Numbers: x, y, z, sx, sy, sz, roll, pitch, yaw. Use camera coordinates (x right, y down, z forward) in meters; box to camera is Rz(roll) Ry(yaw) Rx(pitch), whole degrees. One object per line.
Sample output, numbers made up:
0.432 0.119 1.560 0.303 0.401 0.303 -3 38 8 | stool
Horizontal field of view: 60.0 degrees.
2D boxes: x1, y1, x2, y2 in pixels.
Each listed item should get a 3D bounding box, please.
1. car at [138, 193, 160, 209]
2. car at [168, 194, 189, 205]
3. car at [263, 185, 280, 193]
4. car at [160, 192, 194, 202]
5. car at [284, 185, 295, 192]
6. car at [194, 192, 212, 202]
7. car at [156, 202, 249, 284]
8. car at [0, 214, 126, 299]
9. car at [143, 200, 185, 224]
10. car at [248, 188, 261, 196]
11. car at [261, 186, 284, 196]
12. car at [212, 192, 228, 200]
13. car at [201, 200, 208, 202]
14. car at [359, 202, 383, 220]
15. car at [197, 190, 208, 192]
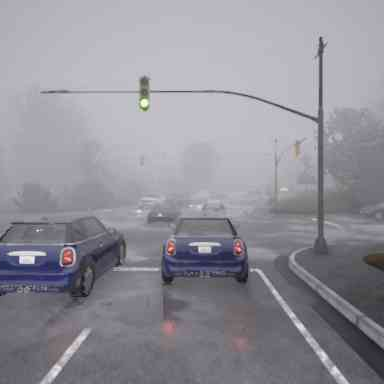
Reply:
-5.286 1.116 44.507 2.150 2.045 5.566 0 1 15 | car
-2.134 1.184 54.046 1.994 1.385 4.181 0 2 20 | car
18.852 -0.774 78.735 2.128 1.511 4.902 0 4 37 | car
-1.872 1.114 43.712 2.150 2.045 5.566 0 1 15 | car
22.463 -0.847 77.755 1.882 1.535 5.008 0 4 37 | car
1.128 1.149 52.779 1.812 1.442 4.674 0 2 21 | car
0.360 1.348 9.793 2.097 1.767 4.553 0 0 2 | car
-3.175 1.348 8.645 2.097 1.767 4.553 0 0 2 | car
-1.964 1.553 24.817 1.994 1.385 4.181 0 0 7 | car
13.279 -0.022 70.189 1.812 1.442 4.674 0 4 32 | car
16.819 -0.082 69.293 2.128 1.511 4.902 0 4 32 | car
5.101 0.727 62.267 1.895 1.301 4.718 0 3 25 | car
1.853 1.589 27.103 1.895 1.301 4.718 0 0 8 | car
16.071 1.436 26.739 4.892 1.490 1.837 -1 0 3 | car
1.791 0.496 63.467 2.097 1.767 4.553 0 3 25 | car
